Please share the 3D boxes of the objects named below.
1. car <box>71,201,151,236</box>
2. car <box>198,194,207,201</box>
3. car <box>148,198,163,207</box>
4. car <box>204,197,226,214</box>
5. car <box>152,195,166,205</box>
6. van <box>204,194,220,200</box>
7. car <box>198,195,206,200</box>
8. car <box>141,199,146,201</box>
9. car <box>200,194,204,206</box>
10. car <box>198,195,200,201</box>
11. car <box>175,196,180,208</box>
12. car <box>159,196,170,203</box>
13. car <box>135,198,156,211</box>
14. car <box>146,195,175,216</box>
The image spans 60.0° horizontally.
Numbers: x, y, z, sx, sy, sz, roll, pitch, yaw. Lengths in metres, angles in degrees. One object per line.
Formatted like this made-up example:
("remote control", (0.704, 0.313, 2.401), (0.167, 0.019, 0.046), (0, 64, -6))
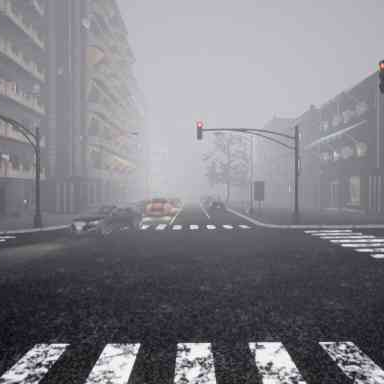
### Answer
("car", (-4.616, 1.490, 18.651), (2.128, 1.511, 4.902), (0, 0, 23))
("car", (2.672, 1.396, 85.533), (1.967, 1.590, 4.097), (0, 0, 0))
("car", (-5.701, 1.562, 52.339), (1.802, 1.307, 4.206), (0, 0, 0))
("car", (2.682, 1.555, 35.732), (1.947, 1.339, 4.313), (0, 0, 0))
("car", (-5.703, 1.417, 57.872), (1.967, 1.590, 4.097), (0, 0, 0))
("van", (2.679, 1.327, 41.265), (1.690, 1.788, 3.998), (0, 0, 0))
("car", (2.673, 1.496, 91.067), (1.887, 1.381, 4.507), (0, 0, 0))
("car", (-5.698, 1.542, 30.205), (2.008, 1.369, 4.403), (0, 0, 0))
("car", (2.678, 1.420, 52.333), (1.967, 1.590, 4.097), (0, 0, 0))
("car", (2.673, 1.280, 74.467), (2.192, 1.841, 5.009), (0, 0, 0))
("car", (-3.084, 1.548, 46.373), (1.994, 1.385, 4.181), (0, 0, 1))
("car", (-5.704, 1.551, 68.939), (1.802, 1.307, 4.206), (0, 0, 0))
("car", (-5.699, 1.531, 41.271), (1.887, 1.381, 4.507), (0, 0, 0))
("car", (-3.100, 1.346, 32.006), (2.097, 1.767, 4.553), (0, 0, 0))
